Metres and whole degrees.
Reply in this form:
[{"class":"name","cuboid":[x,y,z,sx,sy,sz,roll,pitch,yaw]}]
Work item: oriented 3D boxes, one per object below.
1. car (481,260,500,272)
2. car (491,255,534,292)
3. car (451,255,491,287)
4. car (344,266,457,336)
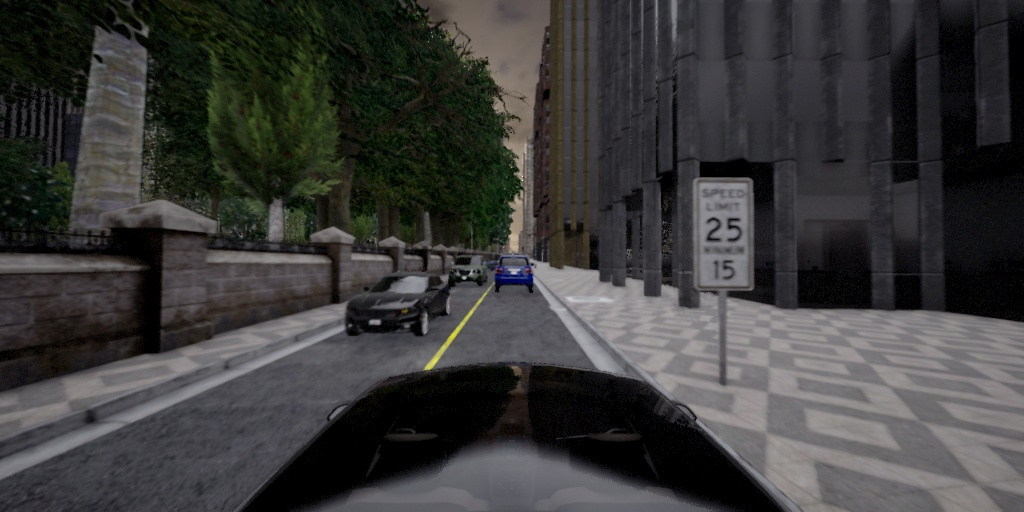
[{"class":"car","cuboid":[-2.696,1.266,46.077,2.033,1.411,5.357,0,0,0]},{"class":"car","cuboid":[0.131,0.974,21.622,2.150,2.045,5.566,0,0,0]},{"class":"car","cuboid":[-2.923,0.948,24.986,2.150,2.045,5.566,0,1,1]},{"class":"car","cuboid":[-3.049,1.213,10.504,1.882,1.535,5.008,0,0,0]}]
